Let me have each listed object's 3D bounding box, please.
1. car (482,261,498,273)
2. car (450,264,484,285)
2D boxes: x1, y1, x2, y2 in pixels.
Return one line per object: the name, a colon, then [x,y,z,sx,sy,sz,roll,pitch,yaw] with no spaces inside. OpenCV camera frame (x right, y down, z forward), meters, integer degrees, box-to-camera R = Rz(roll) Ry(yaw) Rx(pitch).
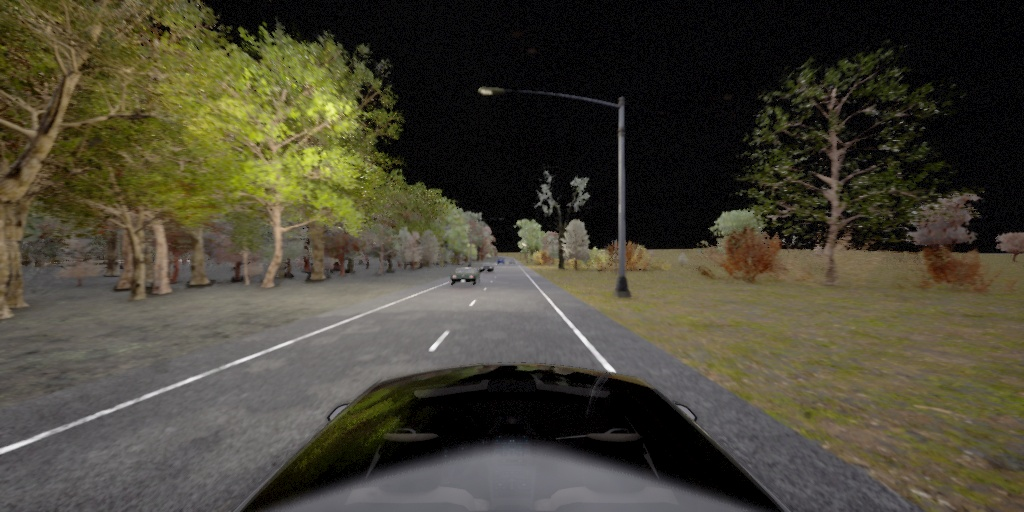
car: [-3.465,1.648,50.723,1.895,1.301,4.718,0,0,0]
car: [-3.481,1.516,27.743,1.895,1.301,4.718,0,0,0]
